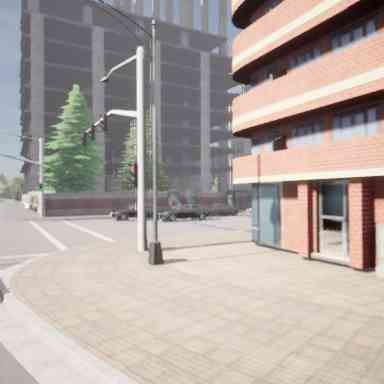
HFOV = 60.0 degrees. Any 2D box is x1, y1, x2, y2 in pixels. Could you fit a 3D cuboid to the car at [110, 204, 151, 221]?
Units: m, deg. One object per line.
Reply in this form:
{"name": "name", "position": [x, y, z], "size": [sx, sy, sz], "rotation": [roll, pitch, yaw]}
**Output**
{"name": "car", "position": [-5.060, 1.816, 30.646], "size": [4.902, 1.511, 2.128], "rotation": [0, 0, -29]}

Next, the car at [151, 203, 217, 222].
{"name": "car", "position": [-0.697, 1.773, 29.039], "size": [4.902, 1.511, 2.128], "rotation": [0, 0, -29]}

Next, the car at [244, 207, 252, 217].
{"name": "car", "position": [7.458, 1.782, 33.471], "size": [4.674, 1.442, 1.812], "rotation": [0, 0, -29]}

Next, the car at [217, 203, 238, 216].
{"name": "car", "position": [2.763, 1.865, 34.916], "size": [4.181, 1.385, 1.994], "rotation": [0, -1, -29]}
